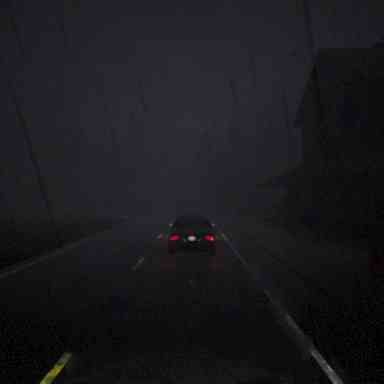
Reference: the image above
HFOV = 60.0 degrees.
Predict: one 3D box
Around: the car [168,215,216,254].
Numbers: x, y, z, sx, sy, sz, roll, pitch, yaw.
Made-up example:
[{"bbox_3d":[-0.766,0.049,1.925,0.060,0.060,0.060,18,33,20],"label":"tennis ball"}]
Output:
[{"bbox_3d":[-0.001,1.679,13.990,2.033,1.411,5.357,0,-1,0],"label":"car"}]
